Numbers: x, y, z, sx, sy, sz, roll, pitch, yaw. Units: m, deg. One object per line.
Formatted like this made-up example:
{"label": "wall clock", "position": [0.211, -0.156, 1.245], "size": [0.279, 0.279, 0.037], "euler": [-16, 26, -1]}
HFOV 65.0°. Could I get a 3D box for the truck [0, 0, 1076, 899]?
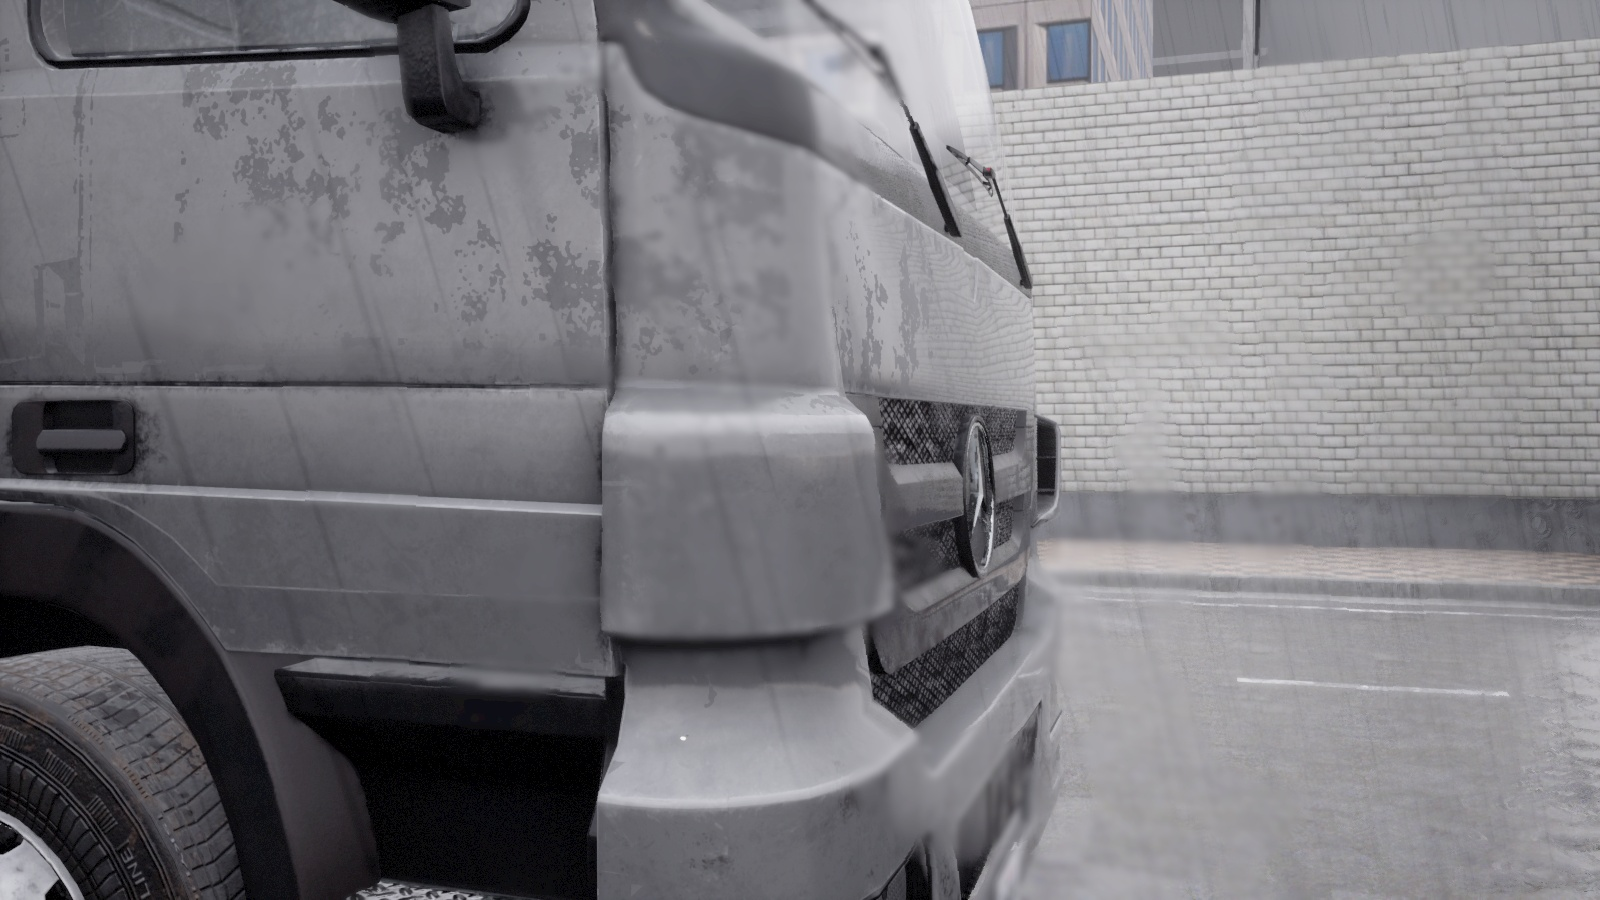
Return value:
{"label": "truck", "position": [-3.267, -0.236, 4.278], "size": [7.936, 3.462, 2.891], "euler": [1, 1, 19]}
